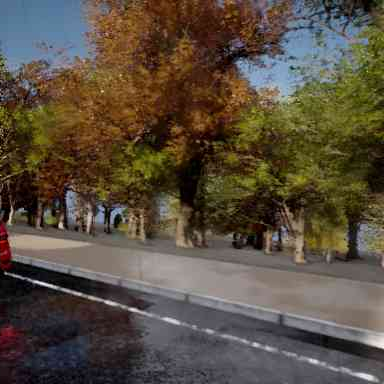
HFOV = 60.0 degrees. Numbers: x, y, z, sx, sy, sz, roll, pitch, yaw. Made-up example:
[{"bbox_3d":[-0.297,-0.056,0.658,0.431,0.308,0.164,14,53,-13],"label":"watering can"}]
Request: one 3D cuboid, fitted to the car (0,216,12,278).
[{"bbox_3d":[-6.863,1.229,8.574,5.566,2.045,2.150,0,0,35],"label":"car"}]
